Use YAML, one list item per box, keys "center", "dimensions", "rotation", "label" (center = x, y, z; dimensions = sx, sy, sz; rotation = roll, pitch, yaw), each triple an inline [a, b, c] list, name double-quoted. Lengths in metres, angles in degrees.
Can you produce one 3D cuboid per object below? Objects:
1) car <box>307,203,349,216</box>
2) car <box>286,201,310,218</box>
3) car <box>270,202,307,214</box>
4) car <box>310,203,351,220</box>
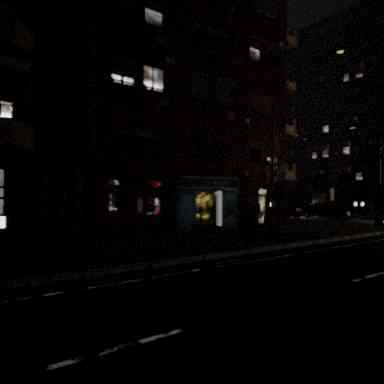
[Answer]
- center: [15.782, 1.994, 38.825]
  dimensions: [1.802, 1.307, 4.206]
  rotation: [-1, 0, -37]
  label: "car"
- center: [8.810, 1.699, 33.705]
  dimensions: [2.192, 1.841, 5.009]
  rotation: [-1, 0, -37]
  label: "car"
- center: [12.467, 2.048, 43.298]
  dimensions: [1.947, 1.339, 4.313]
  rotation: [-1, 0, -37]
  label: "car"
- center: [13.038, 1.842, 32.625]
  dimensions: [2.128, 1.511, 4.902]
  rotation: [0, -1, -35]
  label: "car"
